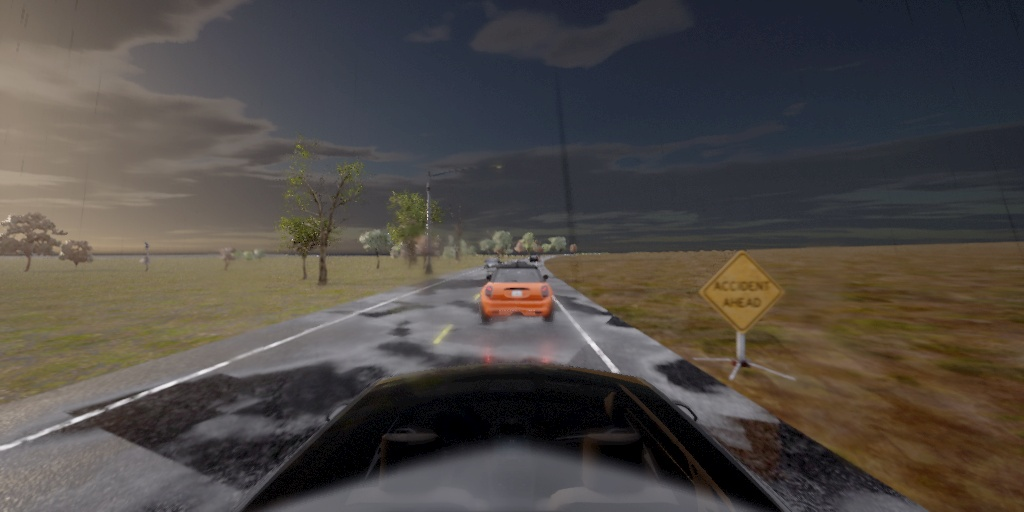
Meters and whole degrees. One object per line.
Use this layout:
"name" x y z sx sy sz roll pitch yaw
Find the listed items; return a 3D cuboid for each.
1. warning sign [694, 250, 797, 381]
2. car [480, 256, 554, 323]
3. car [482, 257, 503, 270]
"warning sign" 3.561 0.837 5.588 1.300 1.860 1.060 0 0 0
"car" 0.181 1.025 11.982 2.097 1.767 4.553 0 1 1
"car" -2.386 0.906 44.793 2.128 1.511 4.902 0 0 3
